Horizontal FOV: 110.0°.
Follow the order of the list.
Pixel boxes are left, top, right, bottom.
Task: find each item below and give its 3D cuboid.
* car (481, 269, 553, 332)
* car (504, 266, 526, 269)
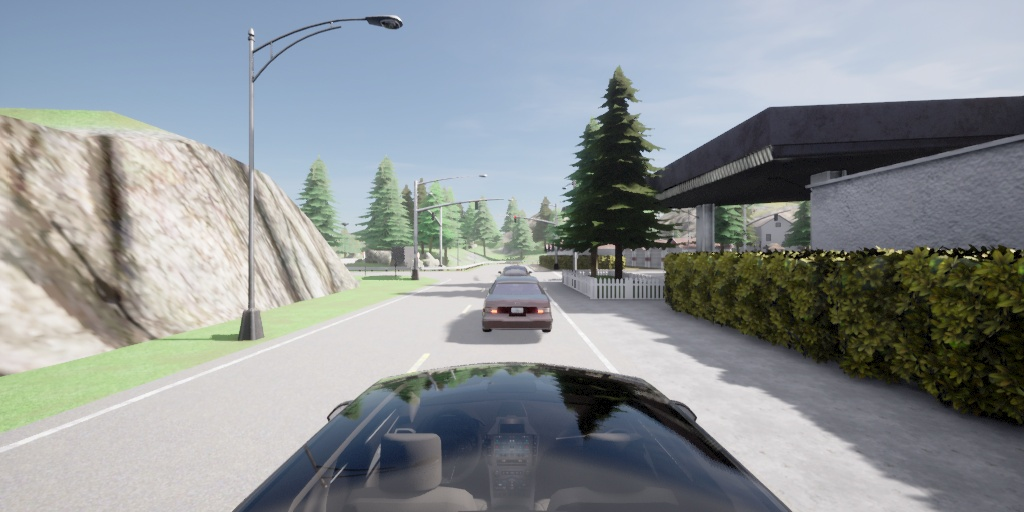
[{"bbox_3d":[0.136,1.297,10.772,2.033,1.411,5.357,0,0,0],"label":"car"},{"bbox_3d":[0.181,1.276,20.358,1.812,1.442,4.674,0,0,0],"label":"car"}]
